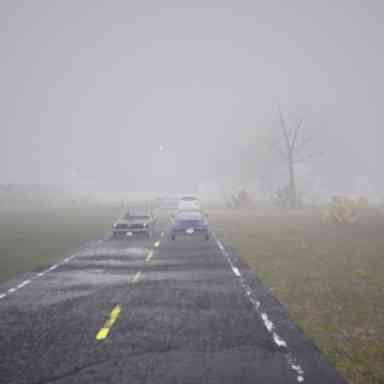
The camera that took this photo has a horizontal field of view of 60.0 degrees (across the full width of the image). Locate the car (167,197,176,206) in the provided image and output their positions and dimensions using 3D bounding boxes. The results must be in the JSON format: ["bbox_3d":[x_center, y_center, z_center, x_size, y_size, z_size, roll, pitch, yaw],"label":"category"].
[{"bbox_3d":[-3.486,1.743,60.503,1.837,1.490,4.892,0,-1,-1],"label":"car"}]

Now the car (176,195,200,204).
[{"bbox_3d":[-0.351,1.342,36.933,2.150,2.045,5.566,0,0,-1],"label":"car"}]

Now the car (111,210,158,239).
[{"bbox_3d":[-2.962,1.676,17.869,1.895,1.301,4.718,0,0,-1],"label":"car"}]

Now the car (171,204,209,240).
[{"bbox_3d":[-0.110,1.581,17.260,1.812,1.442,4.674,0,0,-1],"label":"car"}]
